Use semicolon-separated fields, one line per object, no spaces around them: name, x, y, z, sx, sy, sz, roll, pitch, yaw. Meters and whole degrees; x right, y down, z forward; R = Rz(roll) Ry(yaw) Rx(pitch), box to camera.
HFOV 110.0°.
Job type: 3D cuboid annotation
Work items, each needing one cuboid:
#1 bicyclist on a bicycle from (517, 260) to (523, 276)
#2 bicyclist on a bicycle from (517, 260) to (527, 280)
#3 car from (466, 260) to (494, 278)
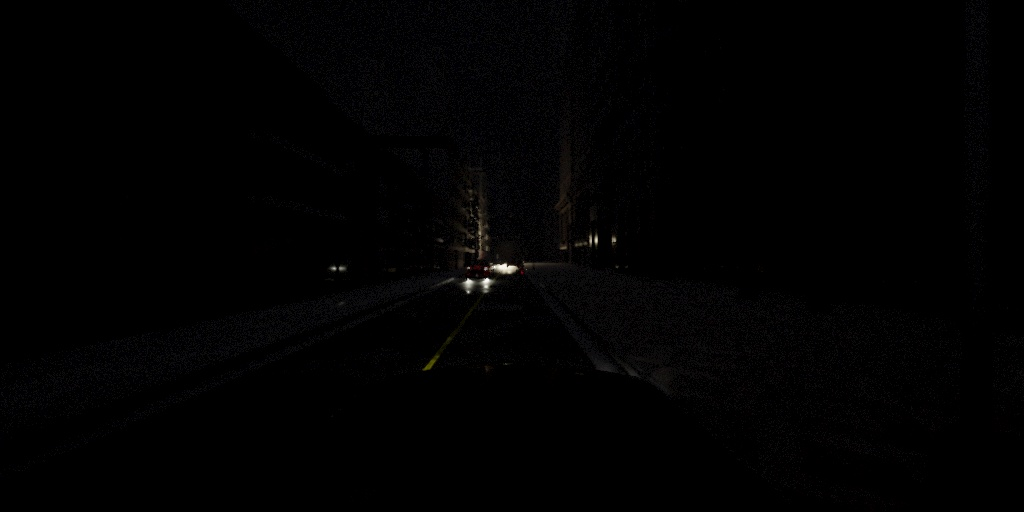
bicyclist on a bicycle;0.838;1.255;38.528;0.582;1.620;1.656;0;-1;0
bicyclist on a bicycle;0.839;1.221;30.228;0.866;1.612;1.509;0;0;0
car;-3.082;1.144;33.781;2.097;1.767;4.553;0;0;0
